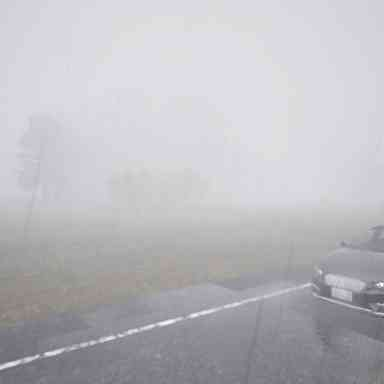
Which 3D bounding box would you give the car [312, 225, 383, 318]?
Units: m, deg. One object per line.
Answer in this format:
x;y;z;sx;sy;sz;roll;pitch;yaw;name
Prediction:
4.560;1.483;7.124;4.902;1.511;2.128;0;0;-36;car
